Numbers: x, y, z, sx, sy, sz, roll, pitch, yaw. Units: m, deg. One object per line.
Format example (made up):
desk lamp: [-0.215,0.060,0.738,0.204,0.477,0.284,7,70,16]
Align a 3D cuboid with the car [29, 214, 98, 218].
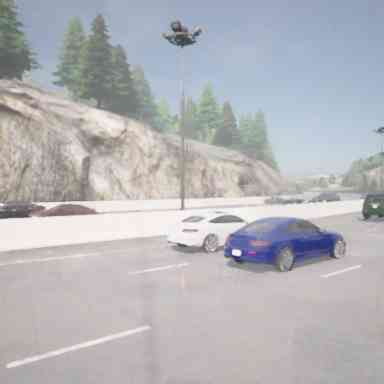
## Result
car: [-9.040,1.545,23.618,4.674,1.442,1.812,0,0,-38]

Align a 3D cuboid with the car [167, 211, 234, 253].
car: [1.150,1.510,13.593,4.674,1.442,1.812,0,0,-38]

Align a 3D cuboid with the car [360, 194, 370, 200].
car: [41.196,1.104,79.017,2.033,1.411,5.357,0,0,28]

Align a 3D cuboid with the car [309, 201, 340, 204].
car: [18.221,1.107,44.850,2.150,2.045,5.566,0,0,41]

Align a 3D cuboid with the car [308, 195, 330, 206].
car: [20.163,1.345,52.716,1.882,1.535,5.008,0,0,39]

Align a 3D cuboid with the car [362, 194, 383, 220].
car: [15.199,1.134,26.015,5.566,2.045,2.150,0,0,-44]

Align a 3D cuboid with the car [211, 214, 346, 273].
car: [3.046,1.504,10.631,4.674,1.442,1.812,0,0,-38]
